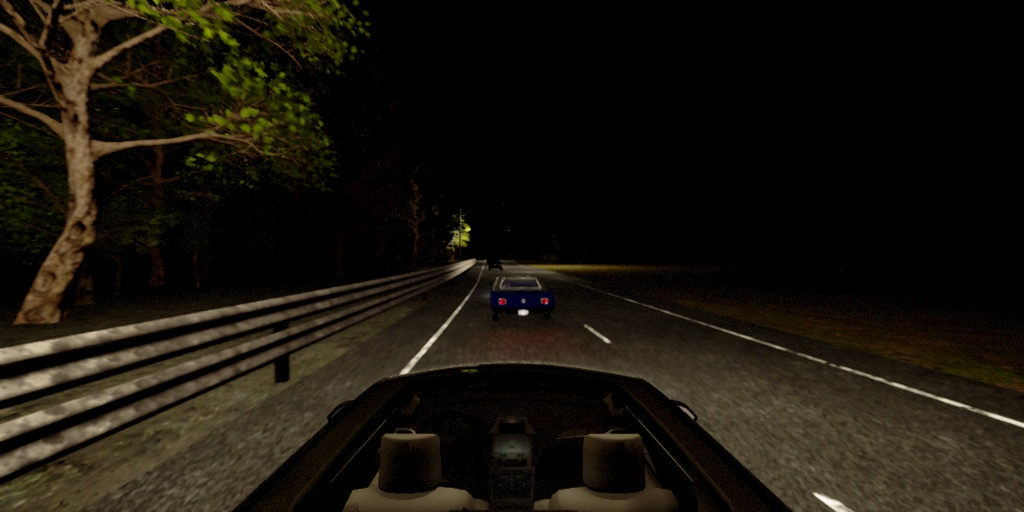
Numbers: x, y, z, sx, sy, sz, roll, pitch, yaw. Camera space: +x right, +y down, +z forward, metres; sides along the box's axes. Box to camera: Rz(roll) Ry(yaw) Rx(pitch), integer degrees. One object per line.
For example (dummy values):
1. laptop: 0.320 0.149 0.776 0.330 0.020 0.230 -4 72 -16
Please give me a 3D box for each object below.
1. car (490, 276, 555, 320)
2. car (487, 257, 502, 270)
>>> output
1. car: 0.180 1.328 12.508 1.895 1.301 4.718 0 0 -4
2. car: -2.311 1.180 49.364 2.033 1.411 5.357 0 0 -4
